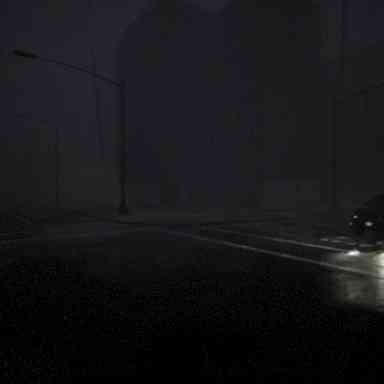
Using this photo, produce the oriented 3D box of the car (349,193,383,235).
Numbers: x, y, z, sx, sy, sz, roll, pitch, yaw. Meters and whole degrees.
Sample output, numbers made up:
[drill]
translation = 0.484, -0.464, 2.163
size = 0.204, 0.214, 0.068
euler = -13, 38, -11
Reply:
[car]
translation = 10.018, 1.065, 16.306
size = 5.566, 2.045, 2.150
euler = 0, 0, -36
